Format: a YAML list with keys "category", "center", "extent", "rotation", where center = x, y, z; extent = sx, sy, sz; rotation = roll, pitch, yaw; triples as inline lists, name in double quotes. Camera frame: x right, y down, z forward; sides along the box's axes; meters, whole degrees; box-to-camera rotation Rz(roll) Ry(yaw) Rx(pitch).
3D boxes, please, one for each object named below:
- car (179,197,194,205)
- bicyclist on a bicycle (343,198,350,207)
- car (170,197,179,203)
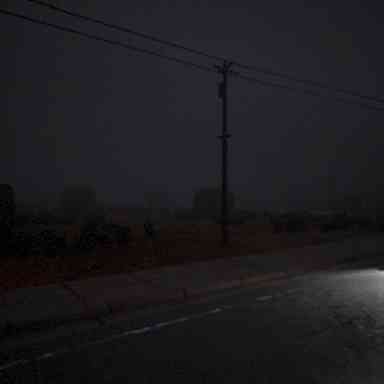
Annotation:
- category: "car"
  center: [0.256, 1.564, 57.119]
  extent: [1.882, 1.535, 5.008]
  rotation: [0, 0, -32]
- category: "bicyclist on a bicycle"
  center: [18.976, 1.563, 40.819]
  extent: [1.656, 1.620, 0.582]
  rotation: [0, 0, -32]
- category: "car"
  center: [-2.777, 1.675, 68.503]
  extent: [1.994, 1.385, 4.181]
  rotation: [0, 0, -32]
